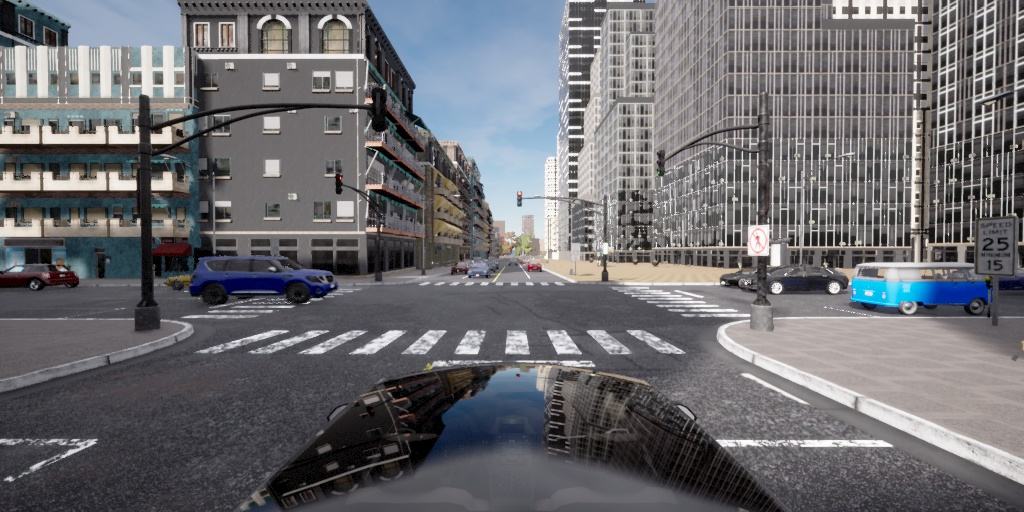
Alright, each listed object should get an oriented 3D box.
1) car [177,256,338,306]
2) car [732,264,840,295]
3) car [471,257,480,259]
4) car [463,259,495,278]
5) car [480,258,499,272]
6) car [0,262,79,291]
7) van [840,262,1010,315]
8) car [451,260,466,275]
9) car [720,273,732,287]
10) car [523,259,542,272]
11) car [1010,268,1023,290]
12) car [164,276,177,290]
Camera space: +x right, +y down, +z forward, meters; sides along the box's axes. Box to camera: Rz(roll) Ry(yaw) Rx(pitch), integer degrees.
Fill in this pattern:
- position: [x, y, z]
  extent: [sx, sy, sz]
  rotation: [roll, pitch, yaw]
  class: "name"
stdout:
- position: [-10.864, 1.008, 15.917]
  extent: [5.566, 2.045, 2.150]
  rotation: [0, 1, -5]
  class: "car"
- position: [14.641, 1.194, 18.718]
  extent: [4.892, 1.490, 1.837]
  rotation: [0, 1, 0]
  class: "car"
- position: [-5.565, 1.184, 45.058]
  extent: [1.967, 1.591, 4.097]
  rotation: [0, 0, 0]
  class: "car"
- position: [-3.006, 1.292, 33.958]
  extent: [2.033, 1.411, 5.357]
  rotation: [0, 0, 0]
  class: "car"
- position: [-2.975, 1.309, 43.991]
  extent: [1.994, 1.385, 4.181]
  rotation: [0, 0, 0]
  class: "car"
- position: [-28.724, 1.190, 21.376]
  extent: [4.097, 1.591, 1.967]
  rotation: [0, 0, 0]
  class: "car"
- position: [14.721, 1.117, 12.939]
  extent: [3.998, 1.789, 1.690]
  rotation: [0, 0, 0]
  class: "van"
- position: [-5.581, 1.290, 39.409]
  extent: [1.888, 1.381, 4.507]
  rotation: [0, 0, 0]
  class: "car"
- position: [14.732, 1.216, 21.319]
  extent: [4.313, 1.339, 1.948]
  rotation: [0, 0, 0]
  class: "car"
- position: [2.783, 1.290, 45.091]
  extent: [1.888, 1.381, 4.507]
  rotation: [0, 0, 0]
  class: "car"
- position: [24.713, 1.196, 18.703]
  extent: [4.674, 1.442, 1.812]
  rotation: [0, 1, 0]
  class: "car"
- position: [-17.826, 1.247, 21.362]
  extent: [4.829, 1.417, 1.751]
  rotation: [0, 0, 0]
  class: "car"
